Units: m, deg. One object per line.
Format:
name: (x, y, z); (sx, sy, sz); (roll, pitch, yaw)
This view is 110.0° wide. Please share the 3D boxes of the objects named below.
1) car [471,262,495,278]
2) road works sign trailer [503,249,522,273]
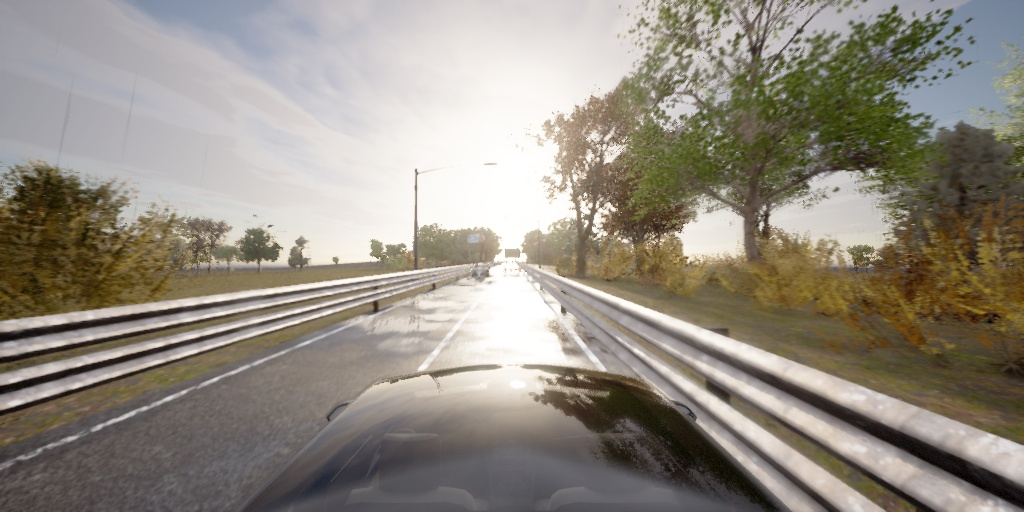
car: (-3.302, 1.583, 38.843); (2.128, 1.511, 4.902); (0, -1, 0)
road works sign trailer: (0.063, 0.686, 52.988); (2.380, 3.560, 2.880); (0, 0, 0)
